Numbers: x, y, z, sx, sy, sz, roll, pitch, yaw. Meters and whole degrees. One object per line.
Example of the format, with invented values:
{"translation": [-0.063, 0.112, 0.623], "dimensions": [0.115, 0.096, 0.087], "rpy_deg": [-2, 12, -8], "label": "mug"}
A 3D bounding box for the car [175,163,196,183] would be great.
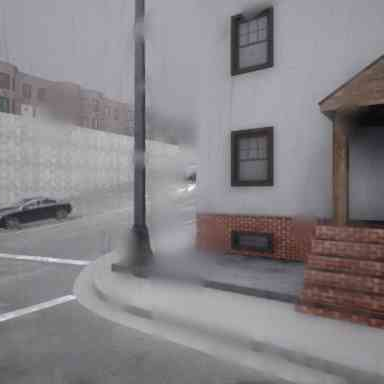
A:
{"translation": [0.240, -1.973, 32.409], "dimensions": [1.812, 1.442, 4.674], "rpy_deg": [0, 14, 35], "label": "car"}

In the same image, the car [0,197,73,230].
{"translation": [-9.214, 1.102, 18.904], "dimensions": [2.128, 1.511, 4.902], "rpy_deg": [0, 6, 35], "label": "car"}
